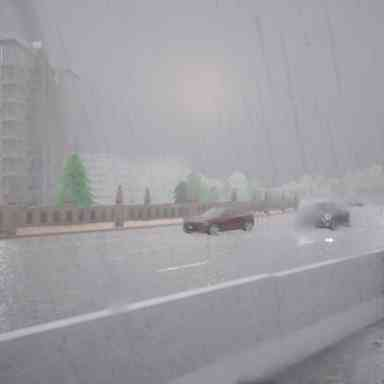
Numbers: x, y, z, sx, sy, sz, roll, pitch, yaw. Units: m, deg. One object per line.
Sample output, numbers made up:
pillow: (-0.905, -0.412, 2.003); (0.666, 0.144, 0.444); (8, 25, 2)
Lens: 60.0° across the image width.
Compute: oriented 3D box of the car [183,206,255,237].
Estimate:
car: (1.679, 1.616, 19.383); (5.008, 1.535, 1.882); (0, -1, -44)

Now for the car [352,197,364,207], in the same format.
car: (28.430, 1.730, 57.978); (2.097, 1.767, 4.553); (-1, -1, 16)

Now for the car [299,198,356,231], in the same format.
car: (8.714, 1.476, 21.683); (2.097, 1.767, 4.553); (-1, -1, 41)

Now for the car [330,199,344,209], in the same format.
car: (23.692, 1.905, 54.482); (1.812, 1.442, 4.674); (-1, -1, 19)
